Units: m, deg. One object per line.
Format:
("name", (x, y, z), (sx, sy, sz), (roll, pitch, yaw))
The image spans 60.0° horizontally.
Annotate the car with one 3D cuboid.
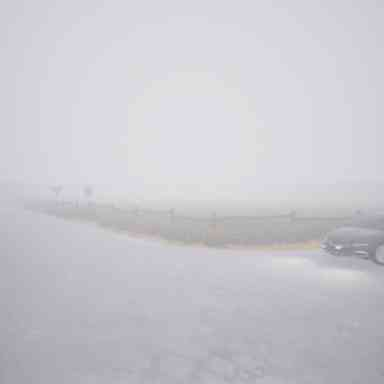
("car", (6.700, 1.497, 11.635), (4.892, 1.490, 1.837), (0, 0, -29))
